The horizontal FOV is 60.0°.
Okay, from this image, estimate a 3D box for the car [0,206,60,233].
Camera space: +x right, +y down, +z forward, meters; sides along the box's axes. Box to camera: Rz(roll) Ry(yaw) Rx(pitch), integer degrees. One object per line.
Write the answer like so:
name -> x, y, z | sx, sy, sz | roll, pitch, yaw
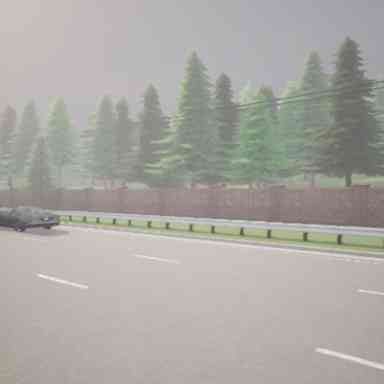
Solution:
car -> -10.075, 1.530, 19.774 | 5.357, 1.411, 2.033 | 0, 0, 35
